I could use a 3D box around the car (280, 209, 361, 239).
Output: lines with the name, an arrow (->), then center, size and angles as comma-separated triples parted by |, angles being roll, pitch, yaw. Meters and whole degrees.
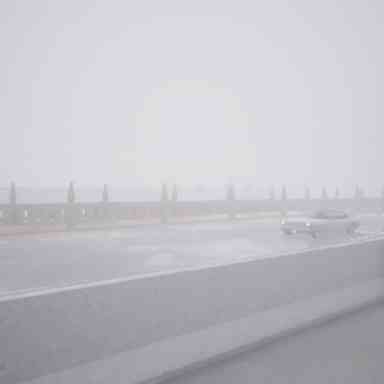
car -> 6.758, 1.602, 17.416 | 4.718, 1.301, 1.895 | 0, 0, -36
